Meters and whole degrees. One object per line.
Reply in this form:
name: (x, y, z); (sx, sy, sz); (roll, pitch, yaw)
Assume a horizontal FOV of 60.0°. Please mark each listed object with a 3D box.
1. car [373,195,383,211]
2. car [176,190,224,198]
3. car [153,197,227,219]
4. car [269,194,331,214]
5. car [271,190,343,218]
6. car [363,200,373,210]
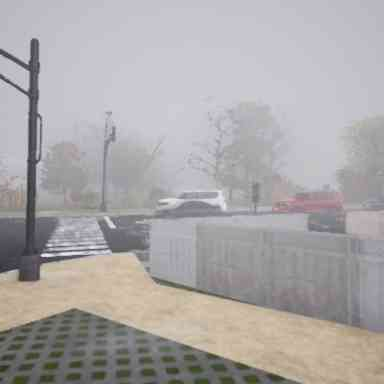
car: (18.958, 1.176, 28.974); (5.357, 1.411, 2.033); (0, 2, -18)
car: (-0.033, 0.860, 26.037); (5.566, 2.045, 2.150); (0, 2, -19)
car: (-0.328, 1.284, 22.532); (4.674, 1.442, 1.812); (0, 2, -17)
car: (9.445, 1.048, 29.218); (5.008, 1.535, 1.882); (0, 2, -19)
car: (8.880, 0.914, 25.595); (5.566, 2.045, 2.150); (0, 2, -19)
car: (18.918, 1.037, 32.382); (4.674, 1.442, 1.812); (0, 2, -18)
